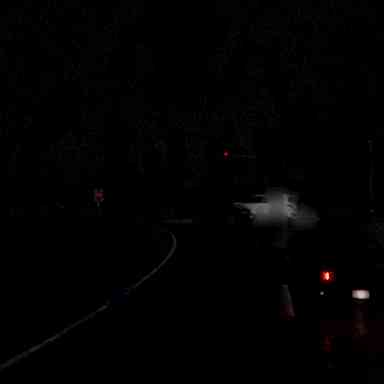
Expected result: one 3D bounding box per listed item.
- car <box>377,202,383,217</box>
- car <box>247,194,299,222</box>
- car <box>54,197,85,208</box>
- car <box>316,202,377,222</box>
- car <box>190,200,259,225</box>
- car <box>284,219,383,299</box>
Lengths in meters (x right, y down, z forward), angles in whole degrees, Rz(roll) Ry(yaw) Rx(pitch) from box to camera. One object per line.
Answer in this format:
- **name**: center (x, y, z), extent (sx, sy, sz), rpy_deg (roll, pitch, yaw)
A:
- **car**: center (15.222, 1.542, 28.432), extent (4.181, 1.385, 1.994), rpy_deg (0, 0, 30)
- **car**: center (5.428, 1.206, 25.989), extent (5.566, 2.045, 2.150), rpy_deg (0, 0, 30)
- **car**: center (-17.355, 1.500, 47.170), extent (4.892, 1.490, 1.837), rpy_deg (0, 0, 30)
- **car**: center (12.024, 1.545, 26.234), extent (4.181, 1.385, 1.994), rpy_deg (0, 0, 30)
- **car**: center (2.067, 1.515, 23.885), extent (4.674, 1.442, 1.812), rpy_deg (0, 0, 30)
- **car**: center (3.539, 1.595, 8.307), extent (1.895, 1.301, 4.718), rpy_deg (0, 0, 11)
